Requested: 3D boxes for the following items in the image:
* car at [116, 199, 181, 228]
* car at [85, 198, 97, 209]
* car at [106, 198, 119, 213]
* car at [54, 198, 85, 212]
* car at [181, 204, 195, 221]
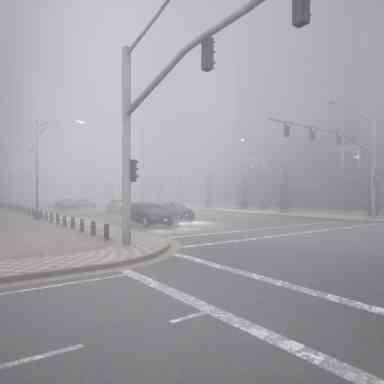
[{"bbox_3d":[-3.017,1.449,22.141,1.837,1.490,4.892,0,0,-36],"label":"car"},{"bbox_3d":[-14.446,1.491,44.470,2.033,1.411,5.357,0,0,-35],"label":"car"},{"bbox_3d":[-7.207,1.422,34.088,1.882,1.535,5.008,0,0,-35],"label":"car"},{"bbox_3d":[-14.511,1.492,38.432,2.033,1.411,5.357,0,0,-35],"label":"car"},{"bbox_3d":[-1.547,1.508,26.091,1.994,1.385,4.181,0,0,-36],"label":"car"}]
